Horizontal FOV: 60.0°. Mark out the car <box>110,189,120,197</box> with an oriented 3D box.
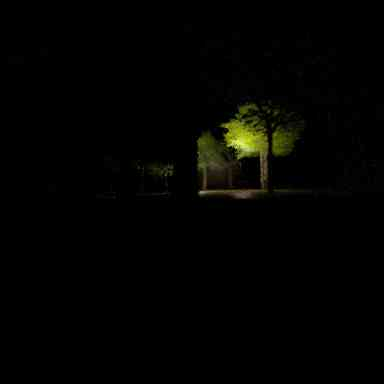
[{"bbox_3d":[-13.670,0.042,64.799,1.882,1.535,5.008,-1,1,38],"label":"car"}]
